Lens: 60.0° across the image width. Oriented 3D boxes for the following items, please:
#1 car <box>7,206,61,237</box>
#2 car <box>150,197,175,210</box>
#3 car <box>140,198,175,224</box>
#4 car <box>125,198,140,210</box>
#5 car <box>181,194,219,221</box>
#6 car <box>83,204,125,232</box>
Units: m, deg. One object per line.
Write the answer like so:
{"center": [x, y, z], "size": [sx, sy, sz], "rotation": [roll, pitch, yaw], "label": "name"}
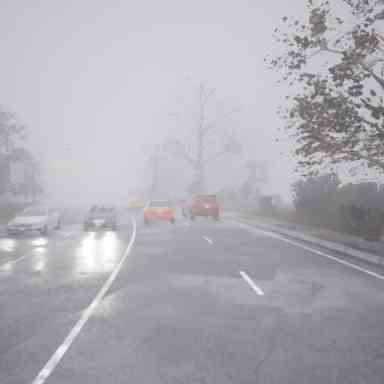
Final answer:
{"center": [-8.724, 1.562, 18.737], "size": [1.812, 1.442, 4.674], "rotation": [0, 0, -9], "label": "car"}
{"center": [-3.912, 1.463, 43.362], "size": [2.128, 1.511, 4.902], "rotation": [-1, 0, -18], "label": "car"}
{"center": [-2.578, 1.344, 24.841], "size": [2.097, 1.767, 4.553], "rotation": [0, 0, -11], "label": "car"}
{"center": [-7.637, 1.485, 43.445], "size": [1.882, 1.535, 5.008], "rotation": [0, 0, -19], "label": "car"}
{"center": [0.590, 1.188, 27.038], "size": [2.150, 2.045, 5.566], "rotation": [0, 0, -12], "label": "car"}
{"center": [-5.466, 1.507, 20.511], "size": [2.128, 1.511, 4.902], "rotation": [0, 0, -9], "label": "car"}
